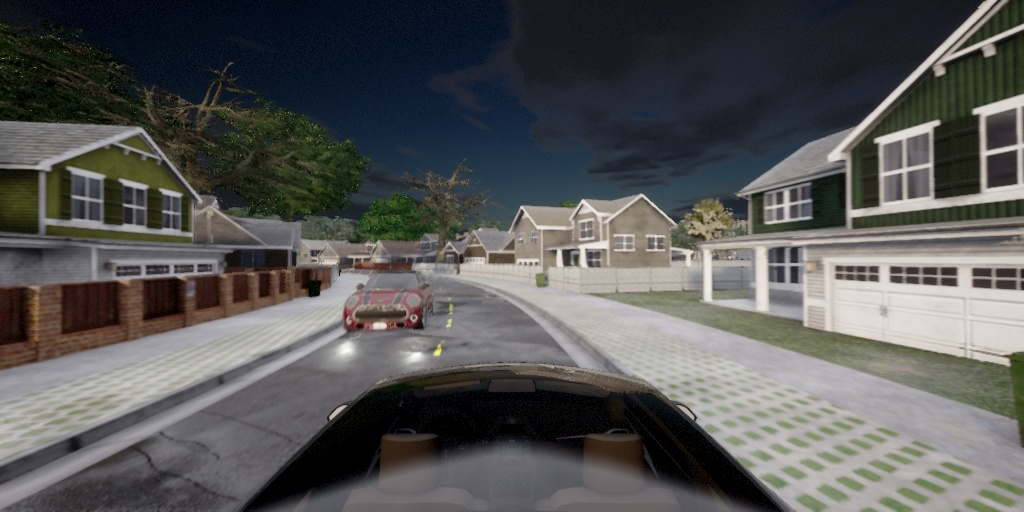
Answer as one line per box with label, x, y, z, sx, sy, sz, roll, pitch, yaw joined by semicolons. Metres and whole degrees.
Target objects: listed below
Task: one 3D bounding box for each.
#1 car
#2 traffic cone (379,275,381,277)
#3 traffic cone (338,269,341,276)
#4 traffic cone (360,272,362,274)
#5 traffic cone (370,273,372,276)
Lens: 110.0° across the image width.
car;-3.698;1.233;11.452;2.097;1.767;4.553;0;-1;-8
traffic cone;-15.597;2.236;42.438;0.340;0.580;0.340;0;0;-32
traffic cone;-27.757;2.463;57.473;0.340;0.580;0.340;0;0;44
traffic cone;-21.211;2.350;50.333;0.340;0.580;0.340;0;0;-39
traffic cone;-18.282;2.293;46.473;0.340;0.580;0.340;0;0;-35
